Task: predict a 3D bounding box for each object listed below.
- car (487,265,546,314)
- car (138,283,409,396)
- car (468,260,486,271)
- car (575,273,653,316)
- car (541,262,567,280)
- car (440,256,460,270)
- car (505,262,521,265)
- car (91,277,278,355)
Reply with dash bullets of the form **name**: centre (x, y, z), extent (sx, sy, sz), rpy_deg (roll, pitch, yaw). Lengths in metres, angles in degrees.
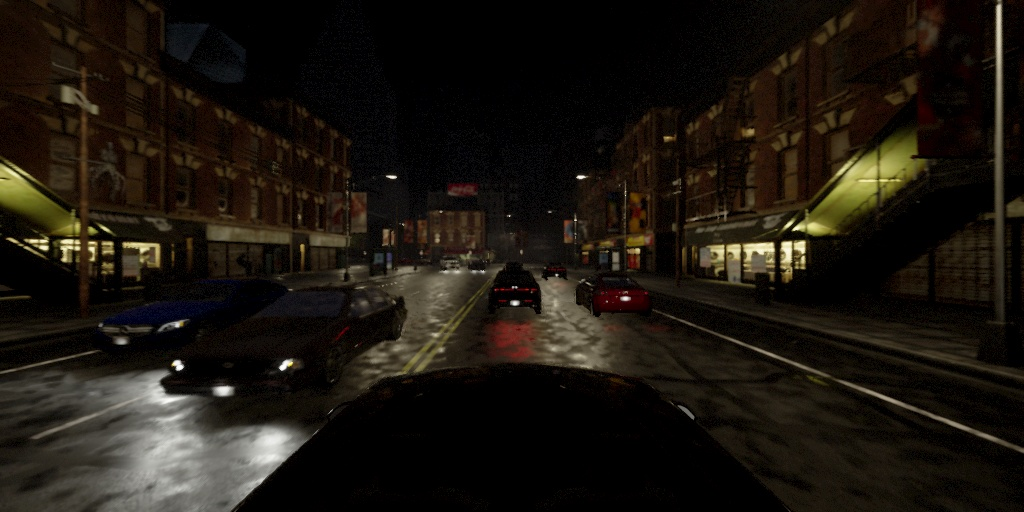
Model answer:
- **car**: centre (0.101, 1.266, 13.950), extent (1.837, 1.490, 4.892), rpy_deg (0, 0, 0)
- **car**: centre (-3.600, 1.303, 7.133), extent (2.033, 1.411, 5.357), rpy_deg (0, 0, 0)
- **car**: centre (-5.097, 1.345, 51.682), extent (2.033, 1.411, 5.357), rpy_deg (0, 0, -15)
- **car**: centre (3.601, 1.325, 13.384), extent (1.994, 1.385, 4.181), rpy_deg (0, 0, 0)
- **car**: centre (3.602, 1.282, 31.226), extent (1.837, 1.490, 4.892), rpy_deg (0, 0, 0)
- **car**: centre (-9.130, 1.022, 52.685), extent (2.150, 2.045, 5.566), rpy_deg (0, 0, -20)
- **car**: centre (0.103, 1.283, 31.282), extent (1.837, 1.490, 4.892), rpy_deg (0, 0, 0)
- **car**: centre (-7.100, 1.283, 8.843), extent (1.812, 1.442, 4.674), rpy_deg (0, 0, 0)
